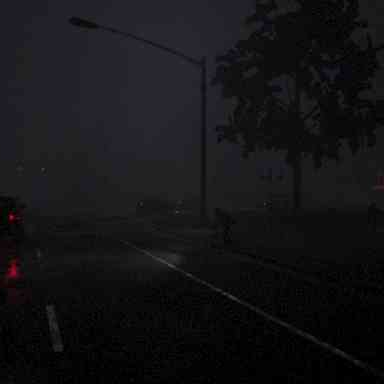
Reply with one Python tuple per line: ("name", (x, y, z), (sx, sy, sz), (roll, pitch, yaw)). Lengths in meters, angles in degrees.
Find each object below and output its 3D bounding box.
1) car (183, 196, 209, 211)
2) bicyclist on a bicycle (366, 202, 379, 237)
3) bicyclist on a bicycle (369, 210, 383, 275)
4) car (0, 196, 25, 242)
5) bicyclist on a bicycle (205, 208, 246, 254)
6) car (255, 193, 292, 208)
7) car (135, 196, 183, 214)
("car", (-0.276, 1.339, 41.388), (4.553, 1.767, 2.097), (0, 0, -28))
("bicyclist on a bicycle", (8.472, 1.310, 15.581), (0.582, 1.620, 1.656), (0, 1, 42))
("bicyclist on a bicycle", (4.817, 1.300, 7.196), (0.582, 1.620, 1.656), (0, 0, -21))
("car", (-9.328, 1.212, 15.937), (2.150, 2.045, 5.566), (0, 0, -27))
("bicyclist on a bicycle", (1.161, 1.365, 12.111), (1.656, 1.620, 0.582), (-10, 3, -17))
("car", (11.755, 1.211, 47.779), (5.566, 2.045, 2.150), (0, 0, -28))
("car", (-3.717, 1.345, 35.467), (4.553, 1.767, 2.097), (0, 0, -28))
